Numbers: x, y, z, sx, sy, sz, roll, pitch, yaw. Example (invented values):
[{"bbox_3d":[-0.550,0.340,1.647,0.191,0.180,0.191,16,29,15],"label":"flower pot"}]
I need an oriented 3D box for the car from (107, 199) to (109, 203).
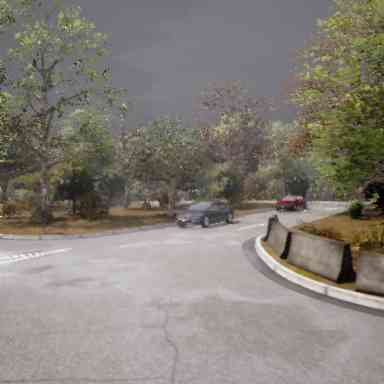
[{"bbox_3d":[-20.706,1.539,74.116,4.553,1.767,2.097,-2,-1,27],"label":"car"}]

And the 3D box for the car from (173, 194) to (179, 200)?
[{"bbox_3d":[-4.205,0.898,61.615,2.150,2.045,5.566,0,-1,-28],"label":"car"}]

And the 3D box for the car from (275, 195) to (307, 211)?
[{"bbox_3d":[9.984,1.075,33.412,1.882,1.535,5.008,-3,-1,35],"label":"car"}]

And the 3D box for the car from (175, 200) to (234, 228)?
[{"bbox_3d":[0.877,1.300,20.441,1.837,1.490,4.892,-3,-1,34],"label":"car"}]

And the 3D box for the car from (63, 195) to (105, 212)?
[{"bbox_3d":[-13.246,1.549,40.554,1.837,1.490,4.892,-3,0,36],"label":"car"}]
